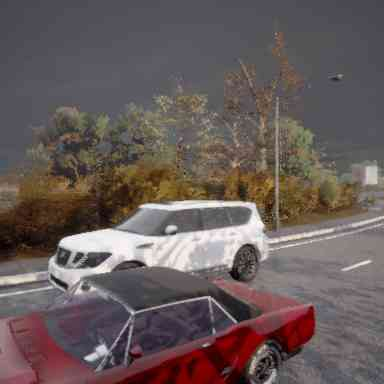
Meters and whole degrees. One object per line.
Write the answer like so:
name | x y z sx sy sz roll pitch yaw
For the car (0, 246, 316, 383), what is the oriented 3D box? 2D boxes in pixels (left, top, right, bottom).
car | -0.813 1.615 3.528 4.718 1.301 1.895 0 0 -37

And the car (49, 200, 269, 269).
car | -0.462 1.248 8.198 5.566 2.045 2.150 0 0 -38
